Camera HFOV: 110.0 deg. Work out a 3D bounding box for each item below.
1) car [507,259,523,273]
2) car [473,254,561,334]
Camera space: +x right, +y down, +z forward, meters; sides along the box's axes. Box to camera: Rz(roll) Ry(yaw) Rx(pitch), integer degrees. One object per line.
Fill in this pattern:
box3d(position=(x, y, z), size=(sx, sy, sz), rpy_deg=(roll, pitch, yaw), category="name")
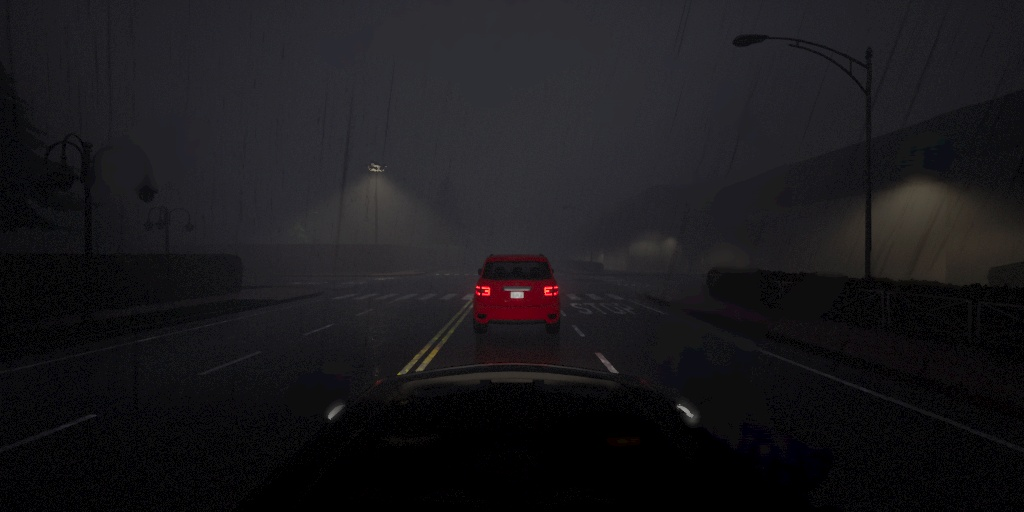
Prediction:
box3d(position=(0.361, 1.227, 45.613), size=(1.882, 1.535, 5.008), rpy_deg=(0, 0, 1), category="car")
box3d(position=(0.122, 0.971, 10.760), size=(2.150, 2.045, 5.566), rpy_deg=(0, 0, 0), category="car")
